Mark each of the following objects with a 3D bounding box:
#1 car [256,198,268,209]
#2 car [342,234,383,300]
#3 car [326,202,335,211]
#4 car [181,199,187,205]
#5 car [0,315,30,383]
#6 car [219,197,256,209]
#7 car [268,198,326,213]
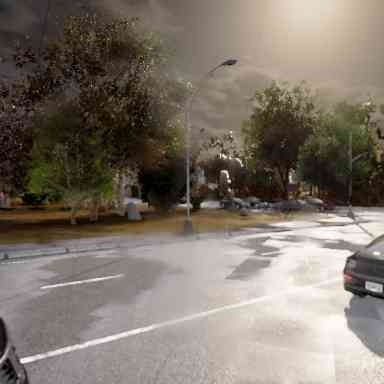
[{"bbox_3d":[8.441,1.467,46.189,2.128,1.511,4.902,0,0,-38],"label":"car"},{"bbox_3d":[5.159,1.535,7.280,4.674,1.442,1.812,0,0,-35],"label":"car"},{"bbox_3d":[14.142,1.453,38.776,1.882,1.535,5.008,0,0,-38],"label":"car"},{"bbox_3d":[-2.155,1.525,60.019,2.033,1.411,5.357,0,0,-37],"label":"car"},{"bbox_3d":[-3.609,1.215,1.130,5.566,2.045,2.150,0,0,-36],"label":"car"},{"bbox_3d":[5.664,1.486,44.057,1.837,1.490,4.892,0,0,-37],"label":"car"},{"bbox_3d":[11.425,1.529,36.566,2.033,1.411,5.357,0,0,-38],"label":"car"}]
